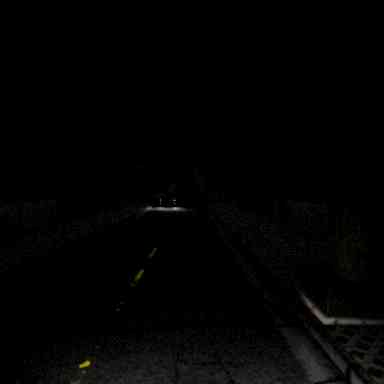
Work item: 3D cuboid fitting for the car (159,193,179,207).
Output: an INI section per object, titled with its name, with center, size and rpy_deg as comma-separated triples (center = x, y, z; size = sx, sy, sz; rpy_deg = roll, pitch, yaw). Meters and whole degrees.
[car]
center = -2.765, 0.889, 40.497
size = 2.097, 1.767, 4.553
rpy_deg = 0, 1, 0
